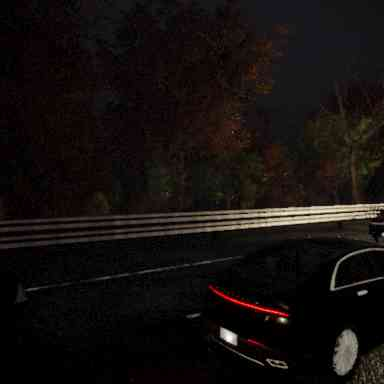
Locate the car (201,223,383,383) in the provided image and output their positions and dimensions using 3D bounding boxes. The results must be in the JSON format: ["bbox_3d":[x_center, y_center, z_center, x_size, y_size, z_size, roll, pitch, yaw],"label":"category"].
[{"bbox_3d":[2.418,1.503,5.450,4.892,1.490,1.837,0,0,-35],"label":"car"}]

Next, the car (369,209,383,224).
[{"bbox_3d":[9.838,1.228,14.946,4.902,1.511,2.128,-9,1,-35],"label":"car"}]

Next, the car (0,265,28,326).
[{"bbox_3d":[-4.913,1.601,4.521,4.718,1.301,1.895,0,0,-36],"label":"car"}]
